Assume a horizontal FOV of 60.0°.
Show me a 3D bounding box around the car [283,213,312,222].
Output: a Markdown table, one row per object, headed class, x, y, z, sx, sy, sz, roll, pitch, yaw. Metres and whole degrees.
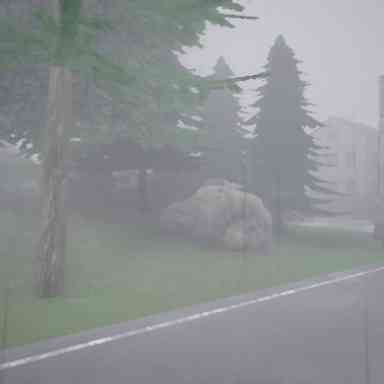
| class | x | y | z | sx | sy | sz | roll | pitch | yaw |
| --- | --- | --- | --- | --- | --- | --- | --- | --- | --- |
| car | 7.369 | 1.690 | 27.998 | 2.033 | 1.411 | 5.357 | 1 | 0 | -35 |
